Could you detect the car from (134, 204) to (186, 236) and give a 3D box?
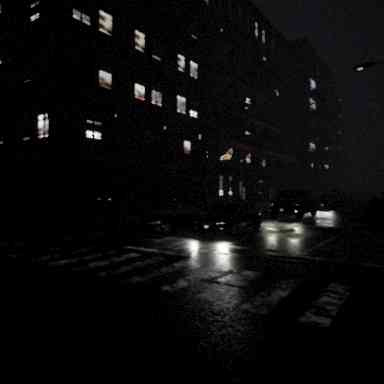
[{"bbox_3d":[-1.028,1.288,16.794,2.008,1.369,4.403,1,2,35],"label":"car"}]

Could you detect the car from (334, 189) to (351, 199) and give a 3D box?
[{"bbox_3d":[21.285,0.516,48.743,2.192,1.841,5.009,1,2,35],"label":"car"}]

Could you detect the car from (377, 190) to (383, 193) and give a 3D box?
[{"bbox_3d":[31.072,0.467,52.657,2.097,1.767,4.553,0,1,34],"label":"car"}]

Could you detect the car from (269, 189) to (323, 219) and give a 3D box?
[{"bbox_3d":[7.651,0.815,24.707,2.150,2.045,5.566,0,1,36],"label":"car"}]

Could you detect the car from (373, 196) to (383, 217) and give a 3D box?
[{"bbox_3d":[15.386,1.105,25.665,2.008,1.369,4.403,1,2,35],"label":"car"}]

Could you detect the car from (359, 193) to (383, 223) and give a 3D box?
[{"bbox_3d":[12.200,1.071,21.097,1.967,1.590,4.097,1,2,35],"label":"car"}]

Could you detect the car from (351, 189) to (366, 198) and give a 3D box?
[{"bbox_3d":[30.845,0.541,62.443,1.947,1.339,4.313,1,2,35],"label":"car"}]

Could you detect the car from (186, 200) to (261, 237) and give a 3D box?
[{"bbox_3d":[1.923,1.236,16.564,1.837,1.490,4.892,0,1,33],"label":"car"}]

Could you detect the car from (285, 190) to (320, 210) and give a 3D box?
[{"bbox_3d":[11.723,0.745,35.049,2.192,1.841,5.009,1,2,35],"label":"car"}]

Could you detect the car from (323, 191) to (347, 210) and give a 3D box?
[{"bbox_3d":[13.636,0.940,33.268,2.128,1.511,4.902,0,1,35],"label":"car"}]

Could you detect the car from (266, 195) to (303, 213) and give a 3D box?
[{"bbox_3d":[8.534,1.051,30.489,1.887,1.381,4.507,1,2,35],"label":"car"}]

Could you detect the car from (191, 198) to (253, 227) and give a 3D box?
[{"bbox_3d":[2.062,1.188,21.219,1.752,1.417,4.829,1,2,35],"label":"car"}]

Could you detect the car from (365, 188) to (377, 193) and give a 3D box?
[{"bbox_3d":[40.409,0.066,76.131,2.192,1.841,5.009,1,2,35],"label":"car"}]
